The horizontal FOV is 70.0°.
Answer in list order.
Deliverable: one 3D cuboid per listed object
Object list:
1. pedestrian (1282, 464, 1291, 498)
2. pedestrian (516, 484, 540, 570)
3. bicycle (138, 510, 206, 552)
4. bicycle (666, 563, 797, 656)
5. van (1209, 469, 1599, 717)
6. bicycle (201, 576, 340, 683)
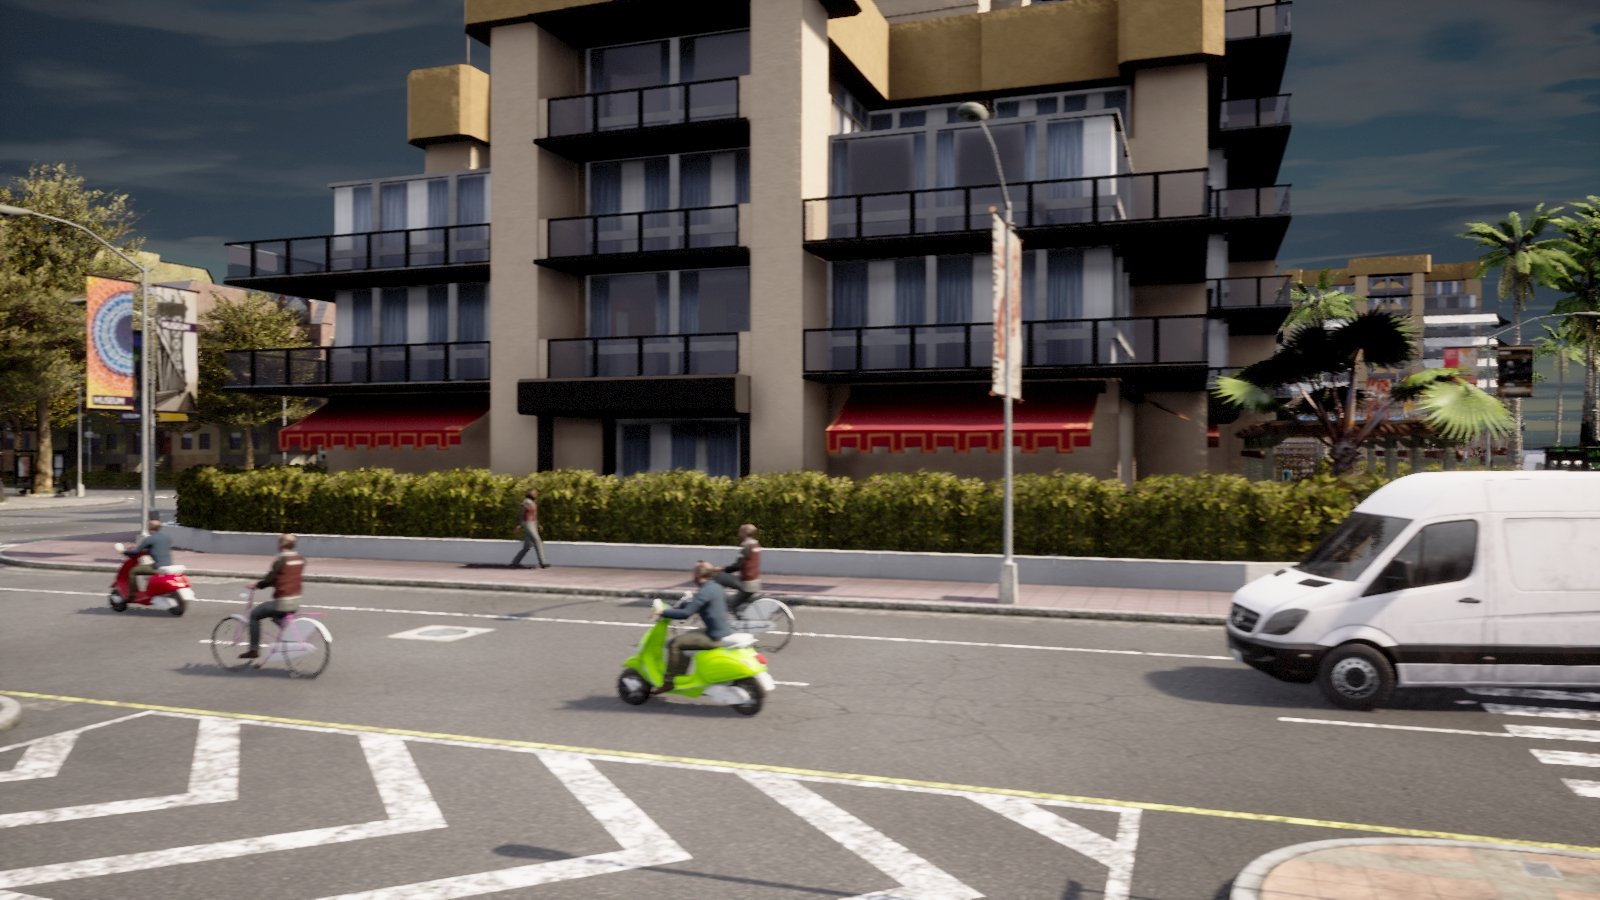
[{"bbox_3d":[26.203,1.671,61.520,0.375,1.860,0.375,0,0,16],"label":"pedestrian"},{"bbox_3d":[-6.004,1.689,25.245,0.375,1.860,0.375,0,0,16],"label":"pedestrian"},{"bbox_3d":[-17.516,2.248,31.888,1.487,1.080,0.859,0,0,14],"label":"bicycle"},{"bbox_3d":[-0.969,2.205,15.950,1.835,1.171,0.329,0,0,19],"label":"bicycle"},{"bbox_3d":[7.999,1.530,13.074,5.915,2.561,1.988,0,0,4],"label":"van"},{"bbox_3d":[-6.569,2.206,14.154,1.835,1.171,0.329,0,0,19],"label":"bicycle"}]
